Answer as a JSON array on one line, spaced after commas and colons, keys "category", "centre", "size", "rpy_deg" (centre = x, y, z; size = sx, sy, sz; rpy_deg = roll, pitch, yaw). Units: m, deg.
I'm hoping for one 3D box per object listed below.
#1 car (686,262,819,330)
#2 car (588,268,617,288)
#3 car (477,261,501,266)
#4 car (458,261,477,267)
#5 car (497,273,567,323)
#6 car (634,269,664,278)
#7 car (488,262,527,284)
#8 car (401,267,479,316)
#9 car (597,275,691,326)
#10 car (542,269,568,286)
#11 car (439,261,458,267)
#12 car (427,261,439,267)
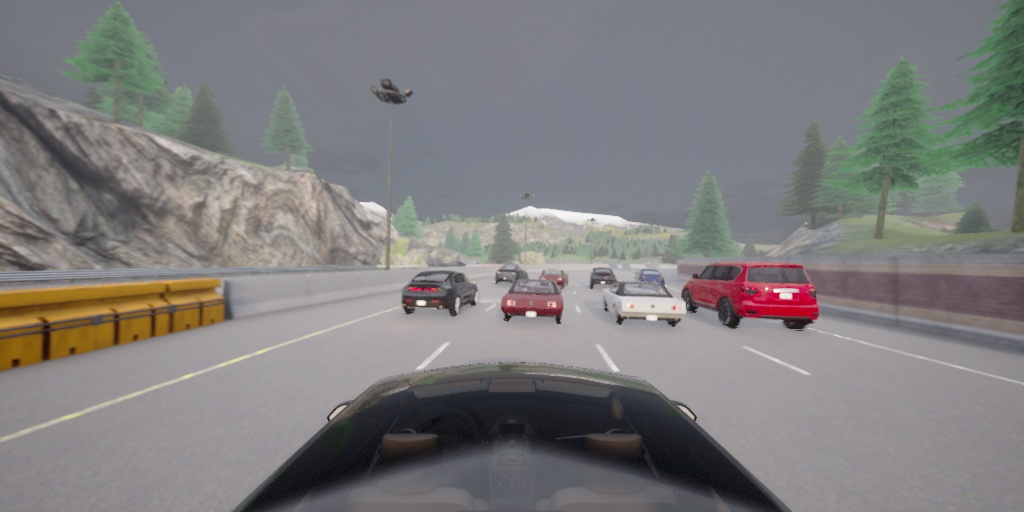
[{"category": "car", "centre": [7.856, 1.224, 12.512], "size": [2.150, 2.045, 5.566], "rpy_deg": [1, -1, 7]}, {"category": "car", "centre": [6.957, 1.623, 27.599], "size": [1.837, 1.490, 4.892], "rpy_deg": [1, 0, 13]}, {"category": "car", "centre": [-2.883, 1.507, 54.717], "size": [2.097, 1.767, 4.553], "rpy_deg": [1, -1, 22]}, {"category": "car", "centre": [-6.117, 1.626, 56.080], "size": [1.812, 1.442, 4.674], "rpy_deg": [1, -1, 22]}, {"category": "car", "centre": [0.848, 1.465, 12.824], "size": [1.895, 1.301, 4.718], "rpy_deg": [1, 0, 7]}, {"category": "car", "centre": [10.638, 1.720, 27.965], "size": [1.812, 1.442, 4.674], "rpy_deg": [1, -1, 14]}, {"category": "car", "centre": [0.032, 1.478, 28.697], "size": [2.128, 1.511, 4.902], "rpy_deg": [1, 0, 13]}, {"category": "car", "centre": [-2.554, 1.305, 13.749], "size": [1.837, 1.490, 4.892], "rpy_deg": [1, -1, 8]}, {"category": "car", "centre": [4.343, 1.534, 12.604], "size": [1.895, 1.301, 4.718], "rpy_deg": [1, 0, 7]}, {"category": "car", "centre": [3.150, 1.633, 26.722], "size": [1.895, 1.301, 4.718], "rpy_deg": [1, 0, 13]}, {"category": "car", "centre": [-9.190, 1.557, 57.760], "size": [1.837, 1.490, 4.892], "rpy_deg": [1, -1, 22]}, {"category": "car", "centre": [-12.262, 1.569, 59.501], "size": [1.994, 1.385, 4.181], "rpy_deg": [1, -1, 23]}]
